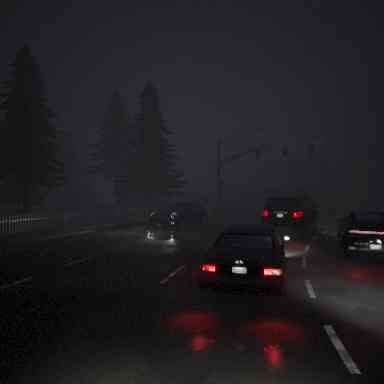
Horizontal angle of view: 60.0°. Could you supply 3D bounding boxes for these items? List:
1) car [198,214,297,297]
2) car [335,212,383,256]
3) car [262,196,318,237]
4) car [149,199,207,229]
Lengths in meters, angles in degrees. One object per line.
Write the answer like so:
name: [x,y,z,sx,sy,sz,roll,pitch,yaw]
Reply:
car: [1.547,1.547,8.817,2.033,1.411,5.357,0,0,15]
car: [6.641,1.493,12.659,2.128,1.511,4.902,0,0,21]
car: [5.487,1.221,18.265,2.150,2.045,5.566,0,0,28]
car: [-0.829,1.404,21.923,2.097,1.767,4.553,0,0,30]
